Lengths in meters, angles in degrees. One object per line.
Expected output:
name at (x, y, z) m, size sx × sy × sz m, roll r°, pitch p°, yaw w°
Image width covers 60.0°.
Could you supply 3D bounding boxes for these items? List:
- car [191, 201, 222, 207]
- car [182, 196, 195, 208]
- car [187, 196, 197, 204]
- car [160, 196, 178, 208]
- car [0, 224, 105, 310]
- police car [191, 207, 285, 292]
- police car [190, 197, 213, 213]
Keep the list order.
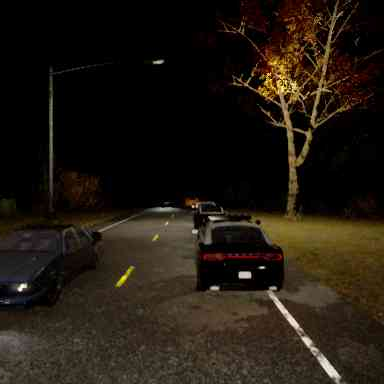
car at (1.016, 1.498, 18.980) m, size 1.837 × 1.490 × 4.892 m, roll 0°, pitch 0°, yaw 0°
car at (-0.003, 1.452, 47.093) m, size 1.882 × 1.535 × 5.008 m, roll 0°, pitch 0°, yaw 1°
car at (-0.036, 1.462, 65.128) m, size 1.837 × 1.490 × 4.892 m, roll 0°, pitch 0°, yaw 0°
car at (-3.628, 1.465, 49.079) m, size 2.128 × 1.511 × 4.902 m, roll 0°, pitch 0°, yaw 0°
car at (-3.618, 1.544, 8.245) m, size 2.033 × 1.411 × 5.357 m, roll 0°, pitch 0°, yaw 0°
police car at (1.030, 1.422, 9.095) m, size 1.930 × 1.638 × 5.238 m, roll 0°, pitch 0°, yaw 0°
police car at (1.016, 1.414, 25.089) m, size 1.930 × 1.638 × 5.238 m, roll 0°, pitch 0°, yaw 0°
